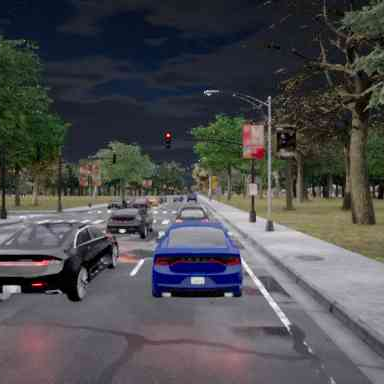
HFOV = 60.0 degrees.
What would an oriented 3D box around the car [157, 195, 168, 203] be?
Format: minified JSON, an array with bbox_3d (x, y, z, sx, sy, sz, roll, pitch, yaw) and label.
[{"bbox_3d":[-6.453,1.521,72.690,1.837,1.490,4.892,0,0,0],"label":"car"}]

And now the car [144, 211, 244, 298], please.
[{"bbox_3d":[0.107,1.476,8.577,1.882,1.535,5.008,0,0,0],"label":"car"}]

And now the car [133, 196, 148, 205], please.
[{"bbox_3d":[-9.765,1.565,62.939,2.033,1.411,5.357,0,0,0],"label":"car"}]

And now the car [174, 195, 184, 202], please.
[{"bbox_3d":[-3.193,1.556,75.289,1.812,1.442,4.674,0,0,0],"label":"car"}]

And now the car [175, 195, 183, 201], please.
[{"bbox_3d":[-3.194,1.522,85.153,1.882,1.535,5.008,0,0,0],"label":"car"}]

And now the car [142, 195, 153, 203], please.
[{"bbox_3d":[-9.702,1.514,73.109,1.837,1.490,4.892,0,0,0],"label":"car"}]

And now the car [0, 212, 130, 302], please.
[{"bbox_3d":[-3.149,1.490,8.260,2.128,1.511,4.902,0,0,0],"label":"car"}]

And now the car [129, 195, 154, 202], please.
[{"bbox_3d":[-6.569,1.481,43.490,1.882,1.535,5.008,0,0,0],"label":"car"}]

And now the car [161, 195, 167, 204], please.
[{"bbox_3d":[-6.519,1.509,62.642,2.128,1.511,4.902,0,0,1],"label":"car"}]

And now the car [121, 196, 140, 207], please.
[{"bbox_3d":[-9.807,1.500,53.121,2.128,1.511,4.902,0,0,0],"label":"car"}]

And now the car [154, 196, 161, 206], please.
[{"bbox_3d":[-6.560,1.486,53.071,1.882,1.535,5.008,0,0,0],"label":"car"}]

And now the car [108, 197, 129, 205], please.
[{"bbox_3d":[-9.818,1.568,44.201,1.994,1.385,4.181,0,0,1],"label":"car"}]

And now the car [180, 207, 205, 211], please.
[{"bbox_3d":[0.030,1.524,17.776,1.812,1.442,4.674,0,0,1],"label":"car"}]

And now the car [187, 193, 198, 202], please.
[{"bbox_3d":[0.048,1.253,73.515,2.150,2.045,5.566,0,0,0],"label":"car"}]

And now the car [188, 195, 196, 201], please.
[{"bbox_3d":[0.055,1.515,83.930,1.895,1.301,4.718,0,0,0],"label":"car"}]

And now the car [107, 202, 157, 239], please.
[{"bbox_3d":[-3.141,1.503,17.433,1.837,1.490,4.892,0,0,0],"label":"car"}]
